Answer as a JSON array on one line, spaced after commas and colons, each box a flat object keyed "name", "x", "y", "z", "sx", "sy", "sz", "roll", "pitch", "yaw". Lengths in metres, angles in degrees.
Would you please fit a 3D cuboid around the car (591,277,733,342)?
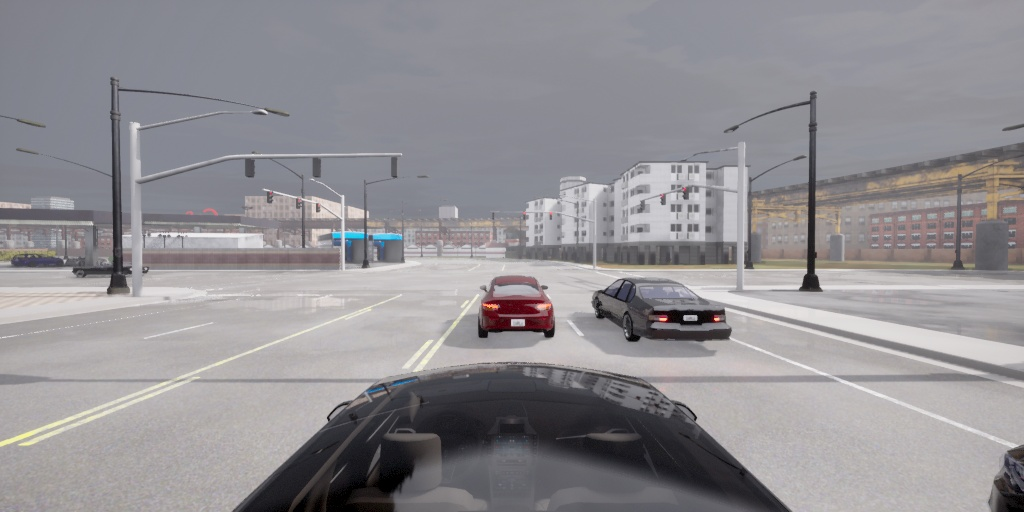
[{"name": "car", "x": 3.580, "y": 1.283, "z": 9.716, "sx": 2.033, "sy": 1.411, "sz": 5.357, "roll": 0, "pitch": 0, "yaw": 0}]

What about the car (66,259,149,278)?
[{"name": "car", "x": -33.760, "y": 1.137, "z": 30.184, "sx": 4.718, "sy": 1.301, "sz": 1.895, "roll": 0, "pitch": 1, "yaw": -1}]

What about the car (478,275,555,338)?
[{"name": "car", "x": 0.069, "y": 1.257, "z": 10.000, "sx": 1.812, "sy": 1.442, "sz": 4.674, "roll": 0, "pitch": 0, "yaw": -1}]
